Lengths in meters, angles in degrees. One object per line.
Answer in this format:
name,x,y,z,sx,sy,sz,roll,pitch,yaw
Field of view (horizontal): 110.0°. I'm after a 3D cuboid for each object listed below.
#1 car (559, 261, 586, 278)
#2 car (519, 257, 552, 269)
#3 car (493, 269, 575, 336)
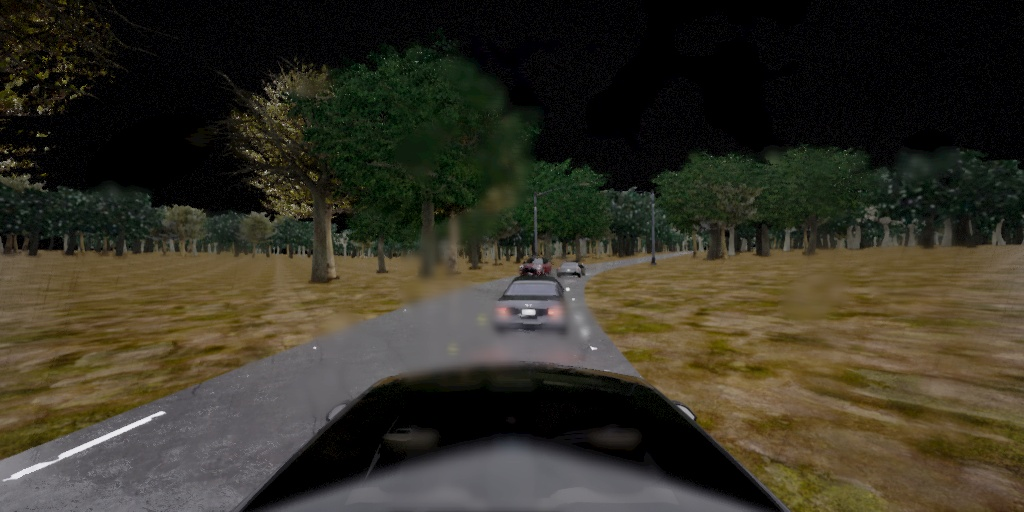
car,5.230,1.113,31.162,1.994,1.385,4.181,0,1,18
car,2.141,0.923,31.986,2.097,1.767,4.553,0,0,19
car,0.688,1.276,10.384,2.033,1.411,5.357,0,0,7
